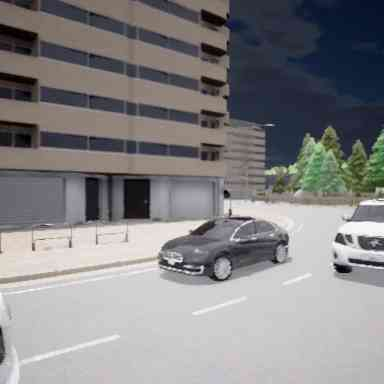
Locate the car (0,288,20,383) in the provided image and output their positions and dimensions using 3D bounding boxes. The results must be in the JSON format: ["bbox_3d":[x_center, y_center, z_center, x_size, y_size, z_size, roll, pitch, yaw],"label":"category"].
[{"bbox_3d":[-3.839,1.224,1.379,5.566,2.045,2.150,1,0,-37],"label":"car"}]

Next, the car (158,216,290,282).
[{"bbox_3d":[1.179,1.527,10.066,1.837,1.490,4.892,0,0,44],"label":"car"}]

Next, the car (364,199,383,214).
[{"bbox_3d":[21.261,1.591,36.737,1.837,1.490,4.892,1,0,-3],"label":"car"}]

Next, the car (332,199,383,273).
[{"bbox_3d":[6.087,1.247,10.172,2.150,2.045,5.566,0,0,38],"label":"car"}]
